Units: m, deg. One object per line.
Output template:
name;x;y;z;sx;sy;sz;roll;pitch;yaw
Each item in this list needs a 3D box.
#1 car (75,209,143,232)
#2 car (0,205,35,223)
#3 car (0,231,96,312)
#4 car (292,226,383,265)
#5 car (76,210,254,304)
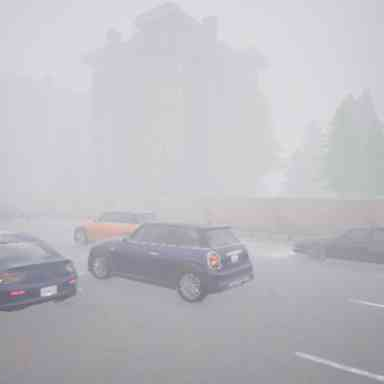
car;-3.300;1.602;15.099;4.553;1.767;2.097;1;-1;36
car;-15.420;1.771;28.181;5.357;1.411;2.033;1;-2;36
car;-4.393;1.581;7.246;4.674;1.442;1.812;0;-2;36
car;6.572;1.983;12.264;5.357;1.411;2.033;1;-2;36
car;-0.738;1.534;8.927;4.553;1.767;2.097;1;-1;36
